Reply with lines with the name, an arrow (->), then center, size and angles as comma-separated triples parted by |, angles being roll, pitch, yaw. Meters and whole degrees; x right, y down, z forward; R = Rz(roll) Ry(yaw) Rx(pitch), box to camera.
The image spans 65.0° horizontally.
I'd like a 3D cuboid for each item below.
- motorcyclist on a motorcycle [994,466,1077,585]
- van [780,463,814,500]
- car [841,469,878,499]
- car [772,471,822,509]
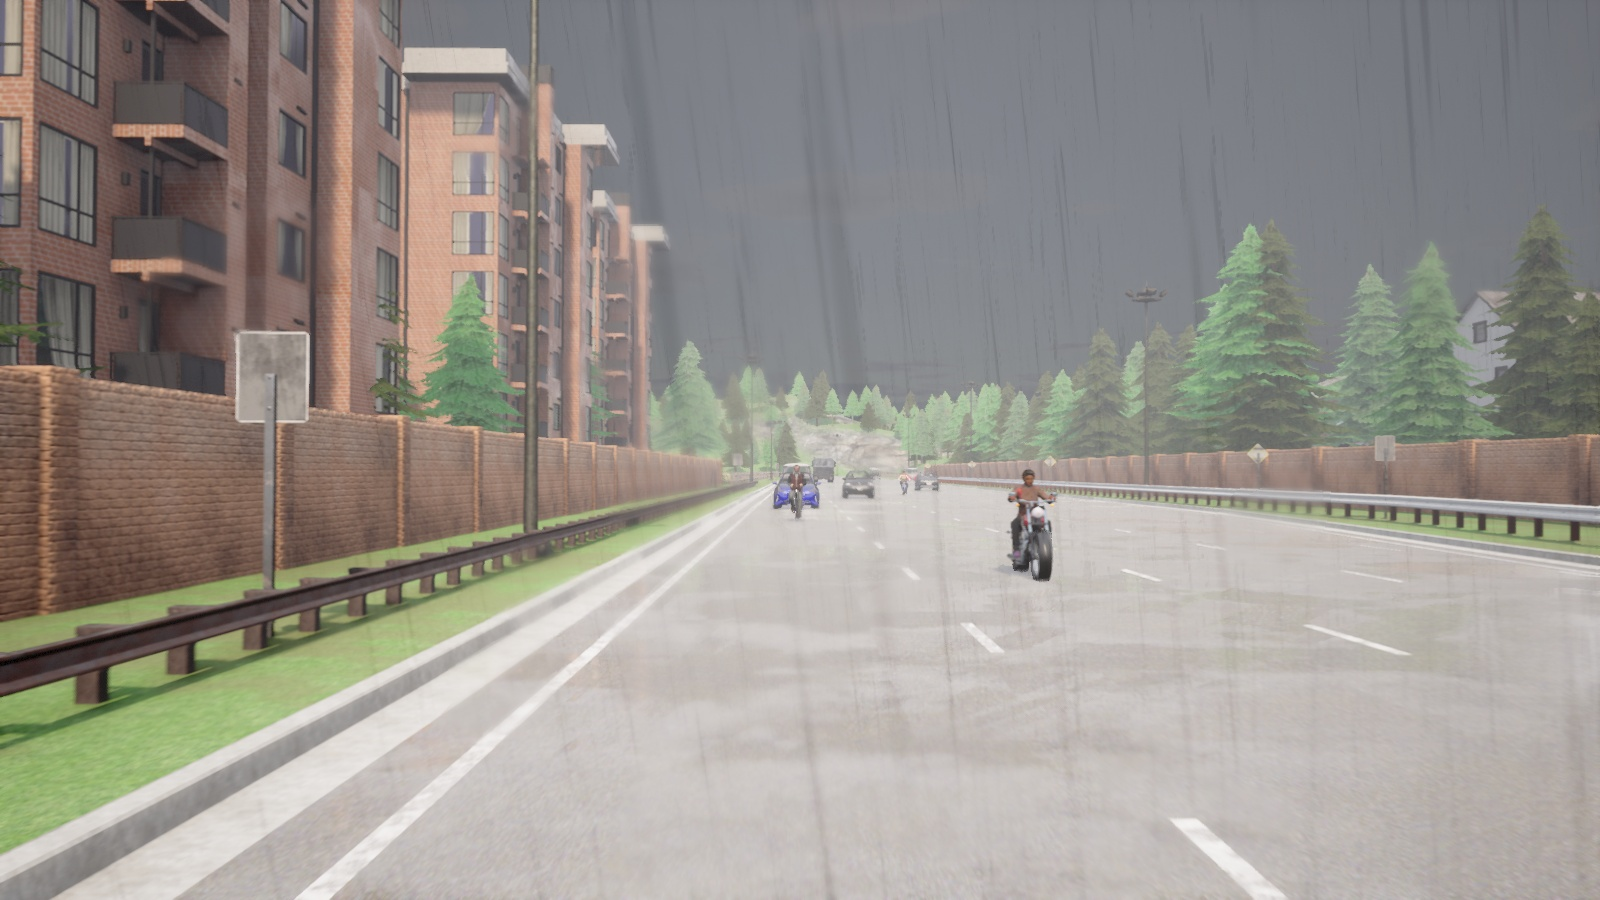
motorcyclist on a motorcycle -> 3.454, 1.063, 18.637 | 0.766, 1.649, 2.350 | 0, -1, 0
van -> -0.169, 1.726, 69.277 | 1.775, 1.987, 4.442 | 0, -1, 0
car -> 3.328, 1.885, 70.817 | 1.851, 1.617, 3.988 | 0, -1, 0
car -> -0.127, 1.637, 52.305 | 2.007, 1.525, 4.514 | 0, -1, 0
